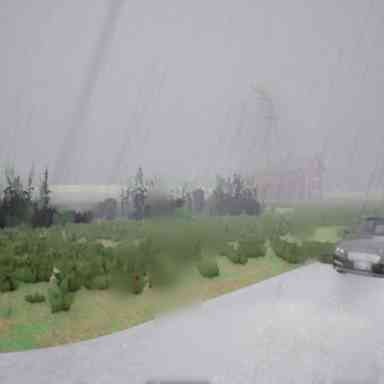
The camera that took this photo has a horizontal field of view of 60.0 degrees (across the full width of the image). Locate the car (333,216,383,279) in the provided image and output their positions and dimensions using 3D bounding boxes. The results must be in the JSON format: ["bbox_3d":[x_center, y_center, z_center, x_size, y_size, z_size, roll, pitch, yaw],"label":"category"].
[{"bbox_3d":[5.751,1.485,9.652,2.128,1.511,4.902,0,0,44],"label":"car"}]
